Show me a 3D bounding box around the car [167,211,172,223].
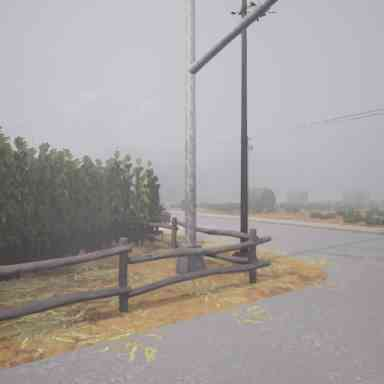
[{"bbox_3d":[-3.147,1.562,24.354,1.994,1.385,4.181,0,0,-36],"label":"car"}]
